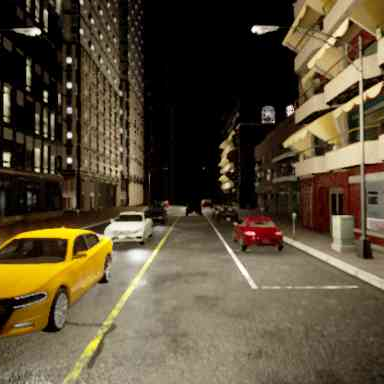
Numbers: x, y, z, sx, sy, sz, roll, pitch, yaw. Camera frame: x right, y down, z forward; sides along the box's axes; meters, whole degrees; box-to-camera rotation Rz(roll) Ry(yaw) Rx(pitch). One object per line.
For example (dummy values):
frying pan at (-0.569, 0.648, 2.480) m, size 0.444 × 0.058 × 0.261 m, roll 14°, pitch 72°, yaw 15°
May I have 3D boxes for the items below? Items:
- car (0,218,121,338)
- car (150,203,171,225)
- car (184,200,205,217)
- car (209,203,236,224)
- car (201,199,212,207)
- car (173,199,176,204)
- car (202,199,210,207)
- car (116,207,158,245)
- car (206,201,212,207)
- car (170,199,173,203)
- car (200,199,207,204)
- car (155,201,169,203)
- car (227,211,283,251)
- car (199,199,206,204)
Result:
car at (-3.089, 1.570, 7.162) m, size 1.882 × 1.535 × 5.008 m, roll 0°, pitch -1°, yaw 0°
car at (-3.015, 1.882, 27.560) m, size 2.033 × 1.411 × 5.357 m, roll 0°, pitch -1°, yaw 0°
car at (0.205, 1.933, 37.421) m, size 1.837 × 1.490 × 4.892 m, roll 0°, pitch 0°, yaw 0°
car at (2.767, 1.839, 27.448) m, size 2.008 × 1.369 × 4.403 m, roll 0°, pitch -1°, yaw 0°
car at (2.887, 2.210, 66.986) m, size 1.967 × 1.590 × 4.097 m, roll 0°, pitch -1°, yaw 0°
car at (-5.405, 2.756, 95.249) m, size 1.947 × 1.339 × 4.313 m, roll 0°, pitch -1°, yaw 0°
car at (2.871, 2.281, 61.336) m, size 1.802 × 1.307 × 4.206 m, roll 0°, pitch -1°, yaw 0°
car at (-3.059, 1.733, 16.921) m, size 1.812 × 1.442 × 4.674 m, roll 0°, pitch -1°, yaw 0°
car at (2.785, 1.906, 33.095) m, size 2.008 × 1.369 × 4.403 m, roll 0°, pitch -1°, yaw 0°
car at (-5.492, 2.379, 67.010) m, size 1.887 × 1.381 × 4.507 m, roll 0°, pitch -1°, yaw 0°
car at (2.958, 2.581, 89.746) m, size 1.752 × 1.417 × 4.829 m, roll 0°, pitch -1°, yaw 0°
car at (-5.526, 2.246, 55.713) m, size 2.008 × 1.369 × 4.403 m, roll 0°, pitch -1°, yaw 0°
car at (2.778, 1.716, 14.531) m, size 1.802 × 1.307 × 4.206 m, roll 0°, pitch -1°, yaw 0°
car at (2.976, 2.691, 95.225) m, size 1.947 × 1.339 × 4.313 m, roll 0°, pitch -1°, yaw 0°
